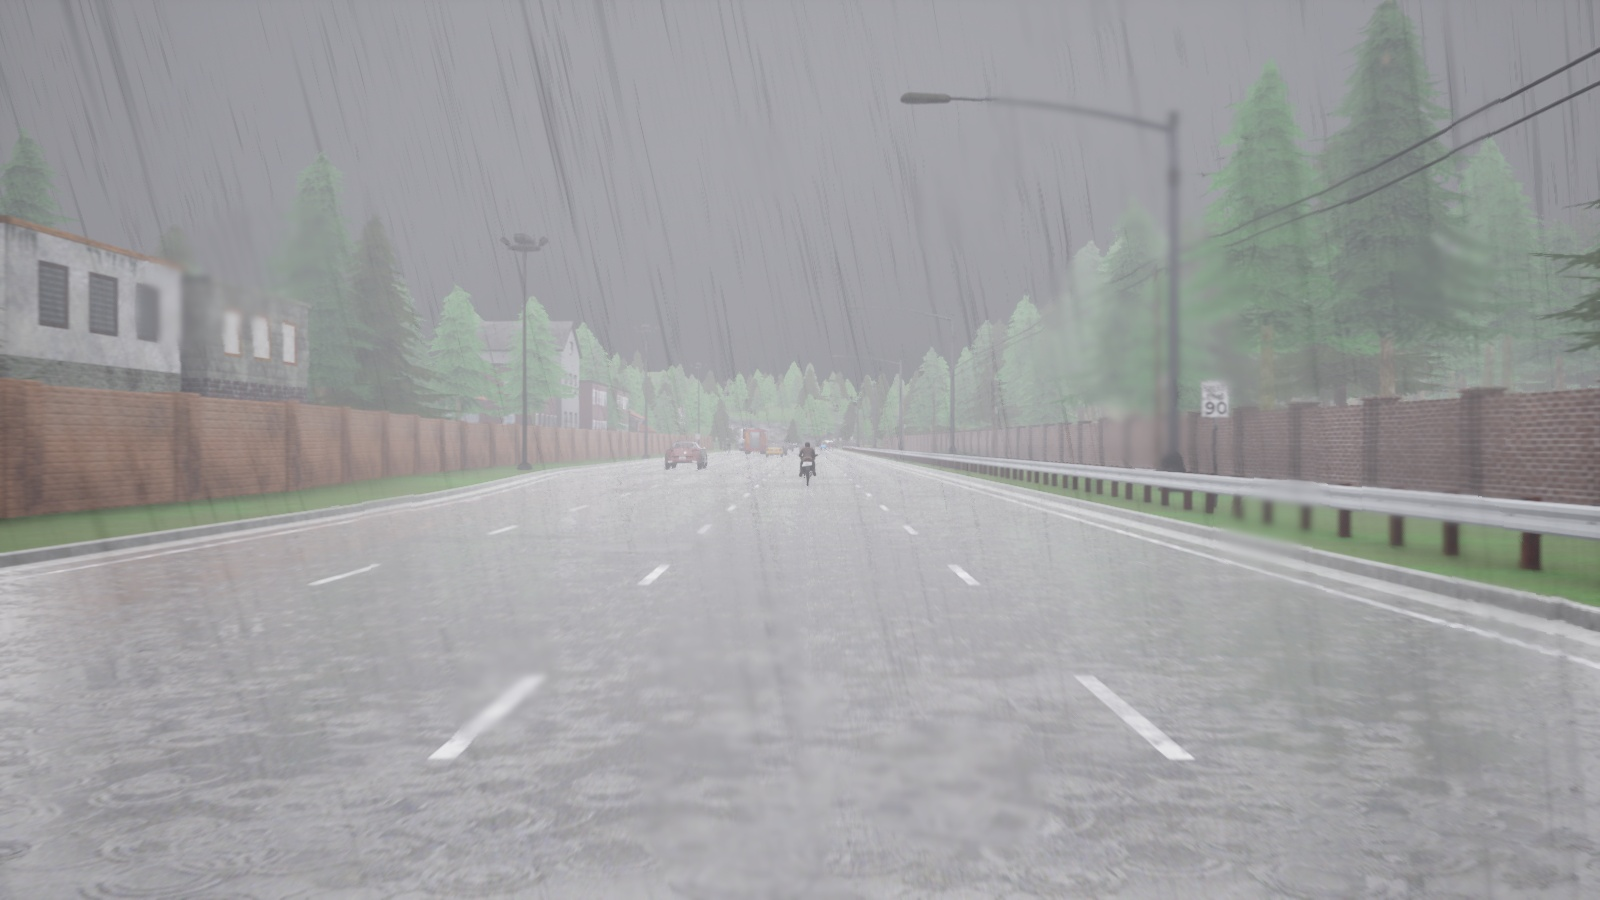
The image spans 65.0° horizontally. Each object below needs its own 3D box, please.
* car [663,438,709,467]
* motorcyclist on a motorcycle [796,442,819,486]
[{"bbox_3d":[-6.571,0.114,72.753,2.152,1.651,5.027,0,0,0],"label":"car"},{"bbox_3d":[0.268,0.481,44.377,0.797,1.523,2.044,0,0,0],"label":"motorcyclist on a motorcycle"}]
